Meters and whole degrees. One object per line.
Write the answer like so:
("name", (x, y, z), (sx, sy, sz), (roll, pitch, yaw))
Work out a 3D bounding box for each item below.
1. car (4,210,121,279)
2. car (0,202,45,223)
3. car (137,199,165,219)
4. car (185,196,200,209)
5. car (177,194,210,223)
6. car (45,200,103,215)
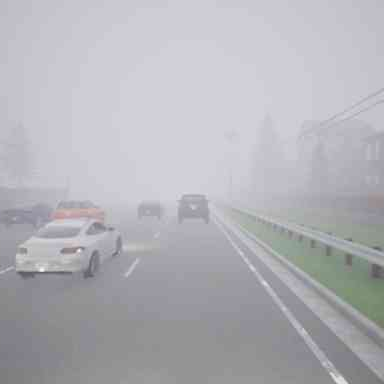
("car", (-3.395, 1.487, 9.837), (1.812, 1.442, 4.674), (0, 0, 0))
("car", (-10.390, 1.392, 21.971), (1.882, 1.535, 5.008), (0, 0, 0))
("car", (-3.388, 1.367, 28.230), (1.882, 1.535, 5.008), (0, 0, 0))
("car", (0.111, 1.339, 43.073), (1.837, 1.490, 4.892), (0, 1, 0))
("car", (0.110, 1.128, 24.390), (2.150, 2.045, 5.566), (0, 1, 0))
("car", (-6.893, 1.272, 20.539), (2.097, 1.767, 4.553), (0, 0, 0))
